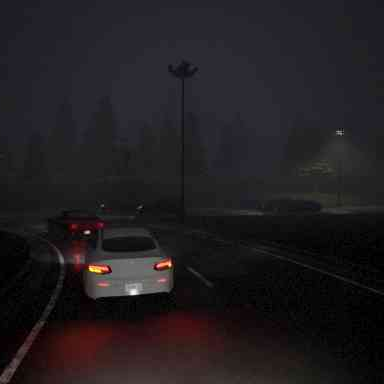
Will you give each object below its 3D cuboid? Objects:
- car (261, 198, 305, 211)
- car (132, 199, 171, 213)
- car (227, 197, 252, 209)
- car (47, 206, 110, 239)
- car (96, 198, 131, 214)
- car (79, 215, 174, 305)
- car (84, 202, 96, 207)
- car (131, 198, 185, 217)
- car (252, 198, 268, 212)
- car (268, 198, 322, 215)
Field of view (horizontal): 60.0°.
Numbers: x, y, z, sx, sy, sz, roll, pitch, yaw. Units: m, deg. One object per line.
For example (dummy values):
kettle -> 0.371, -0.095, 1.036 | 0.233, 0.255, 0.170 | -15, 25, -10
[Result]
car -> 11.298, 1.477, 41.297 | 5.008, 1.535, 1.882 | 0, 0, -14
car -> -4.561, 1.564, 37.441 | 4.181, 1.385, 1.994 | 0, 0, -14
car -> 7.048, 1.477, 43.867 | 5.008, 1.535, 1.882 | 0, 0, -14
car -> -6.180, 1.601, 17.414 | 1.895, 1.301, 4.718 | 0, 0, -35
car -> -6.972, 1.352, 33.253 | 4.553, 1.767, 2.097 | 0, 0, -14
car -> -1.664, 1.526, 8.124 | 1.812, 1.442, 4.674 | 0, 0, -16
car -> -10.729, 1.564, 39.544 | 4.181, 1.385, 1.994 | 0, 0, -14
car -> -2.967, 1.353, 30.625 | 4.553, 1.767, 2.097 | 0, 0, -14
car -> 9.605, 1.504, 37.284 | 4.892, 1.490, 1.837 | 0, 0, -14
car -> 10.775, 1.491, 33.967 | 4.902, 1.511, 2.128 | 0, 0, -14
